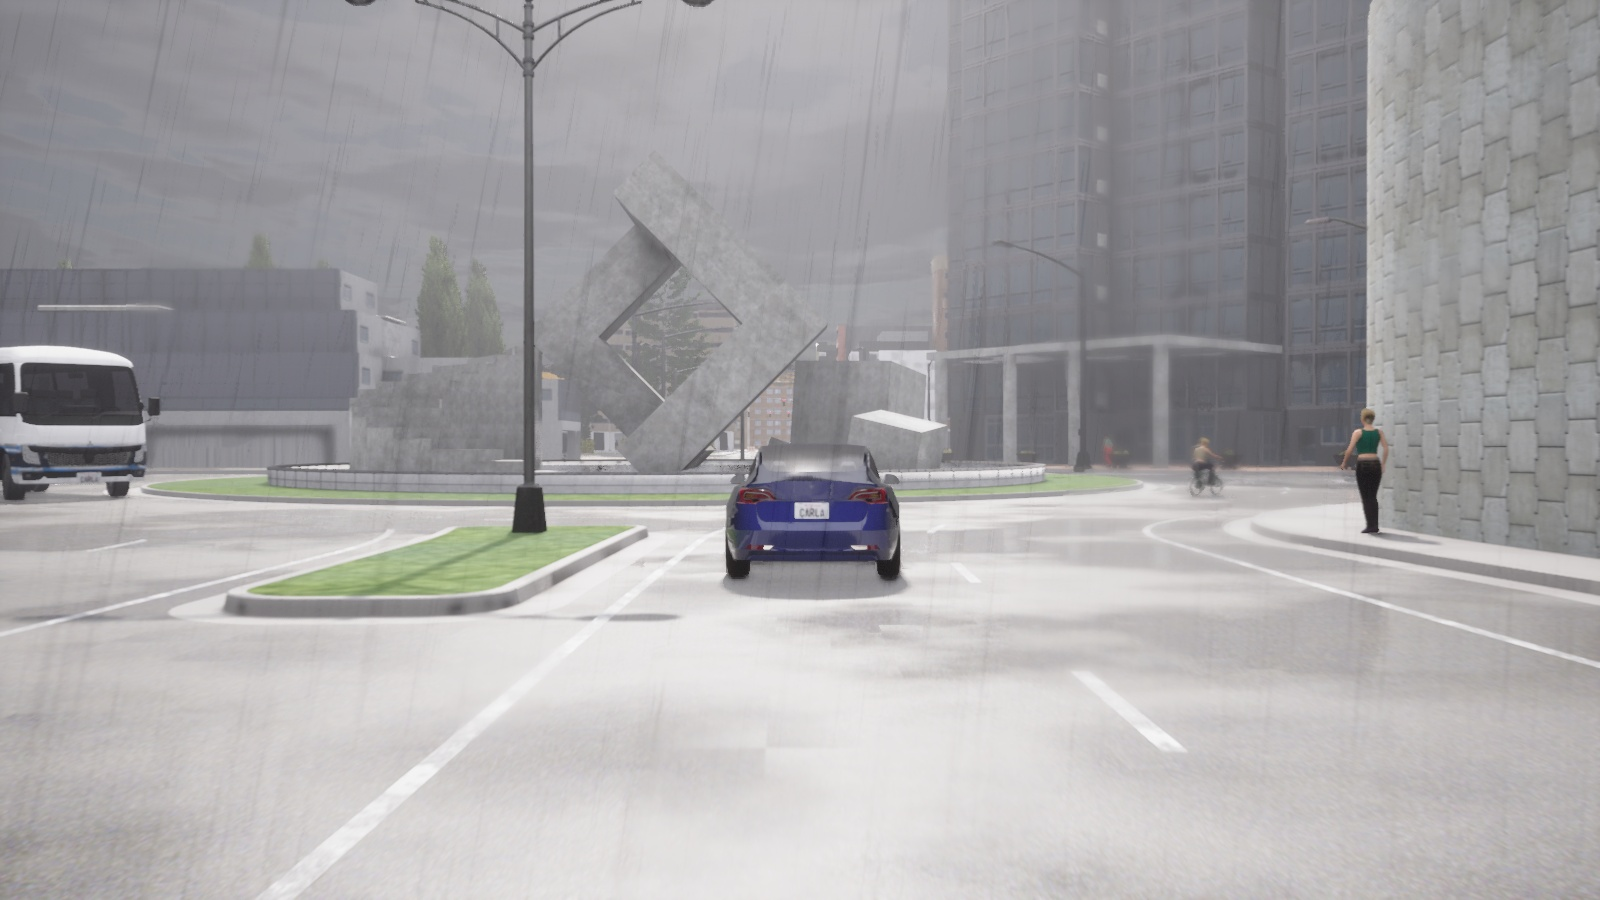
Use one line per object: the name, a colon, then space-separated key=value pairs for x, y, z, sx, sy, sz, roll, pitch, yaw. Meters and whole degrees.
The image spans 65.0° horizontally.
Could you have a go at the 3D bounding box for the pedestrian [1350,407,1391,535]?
pedestrian: x=8.313 y=0.305 z=18.297 sx=0.345 sy=1.836 sz=0.594 roll=0 pitch=0 yaw=3

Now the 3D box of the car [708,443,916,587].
car: x=0.178 y=0.659 z=15.427 sx=2.163 sy=1.488 sz=4.792 roll=0 pitch=0 yaw=1

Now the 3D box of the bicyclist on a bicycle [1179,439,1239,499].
bicyclist on a bicycle: x=11.283 y=0.497 z=34.664 sx=1.509 sy=1.612 sz=0.866 roll=0 pitch=1 yaw=-38

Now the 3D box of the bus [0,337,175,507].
bus: x=-22.388 y=-0.853 z=36.171 sx=10.273 sy=4.253 sz=3.944 roll=2 pitch=2 yaw=39
